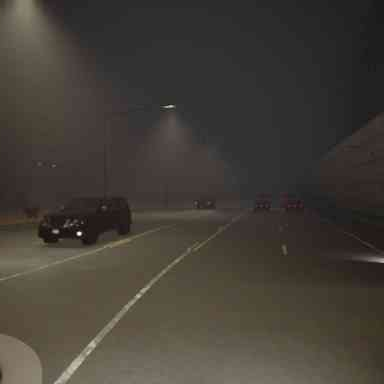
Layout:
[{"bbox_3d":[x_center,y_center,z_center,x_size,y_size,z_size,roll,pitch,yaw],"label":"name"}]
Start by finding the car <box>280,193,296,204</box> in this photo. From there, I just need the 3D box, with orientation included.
[{"bbox_3d":[13.961,1.219,48.051,2.150,2.045,5.566,0,0,14],"label":"car"}]

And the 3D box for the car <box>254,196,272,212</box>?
[{"bbox_3d":[8.151,1.545,38.604,2.033,1.411,5.357,0,0,14],"label":"car"}]

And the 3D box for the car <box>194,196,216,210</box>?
[{"bbox_3d":[1.705,1.349,42.469,2.097,1.767,4.553,0,0,14],"label":"car"}]

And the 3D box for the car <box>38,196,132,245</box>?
[{"bbox_3d":[-4.783,1.220,15.939,2.150,2.045,5.566,0,0,14],"label":"car"}]

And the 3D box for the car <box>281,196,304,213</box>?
[{"bbox_3d":[11.540,1.545,37.679,2.033,1.411,5.357,0,0,14],"label":"car"}]

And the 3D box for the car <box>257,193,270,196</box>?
[{"bbox_3d":[10.561,1.218,48.880,2.150,2.045,5.566,0,0,14],"label":"car"}]

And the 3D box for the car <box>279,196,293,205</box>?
[{"bbox_3d":[16.416,1.488,58.118,2.128,1.511,4.902,0,0,14],"label":"car"}]
